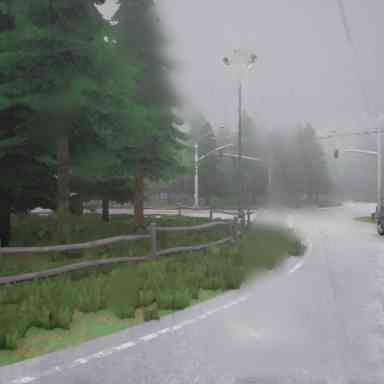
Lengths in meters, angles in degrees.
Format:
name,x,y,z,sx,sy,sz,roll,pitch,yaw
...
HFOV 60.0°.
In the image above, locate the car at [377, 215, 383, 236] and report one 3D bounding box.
name,x,y,z,sx,sy,sz,roll,pitch,yaw
car,10.280,1.352,15.442,2.097,1.767,4.553,0,0,15
